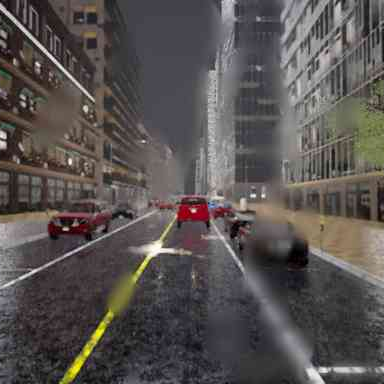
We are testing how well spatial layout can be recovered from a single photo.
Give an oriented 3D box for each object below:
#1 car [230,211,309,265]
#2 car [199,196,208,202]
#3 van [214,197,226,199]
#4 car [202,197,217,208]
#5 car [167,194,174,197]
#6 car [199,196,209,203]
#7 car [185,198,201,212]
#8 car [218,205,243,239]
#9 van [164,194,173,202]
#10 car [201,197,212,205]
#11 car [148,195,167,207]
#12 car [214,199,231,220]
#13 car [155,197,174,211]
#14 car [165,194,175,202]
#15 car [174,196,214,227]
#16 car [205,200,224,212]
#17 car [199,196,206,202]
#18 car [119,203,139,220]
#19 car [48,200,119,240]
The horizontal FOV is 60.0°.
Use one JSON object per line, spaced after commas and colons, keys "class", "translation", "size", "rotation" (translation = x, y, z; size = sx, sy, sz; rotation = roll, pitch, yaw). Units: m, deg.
{"class": "car", "translation": [2.675, 1.593, 11.622], "size": [1.947, 1.339, 4.313], "rotation": [1, 0, 0]}
{"class": "car", "translation": [2.693, 1.709, 79.996], "size": [1.887, 1.381, 4.507], "rotation": [1, 0, 0]}
{"class": "van", "translation": [2.685, 1.415, 34.414], "size": [1.690, 1.788, 3.998], "rotation": [1, 0, 0]}
{"class": "car", "translation": [2.688, 1.548, 51.508], "size": [1.967, 1.590, 4.097], "rotation": [1, 0, 0]}
{"class": "car", "translation": [-5.653, 1.593, 74.426], "size": [1.967, 1.590, 4.097], "rotation": [1, 0, 0]}
{"class": "car", "translation": [2.691, 1.704, 74.298], "size": [2.008, 1.369, 4.403], "rotation": [1, 0, 0]}
{"class": "car", "translation": [0.111, 1.593, 41.892], "size": [1.837, 1.490, 4.892], "rotation": [0, 0, 0]}
{"class": "car", "translation": [2.676, 1.605, 17.321], "size": [1.947, 1.339, 4.313], "rotation": [1, 0, 0]}
{"class": "van", "translation": [-5.650, 1.506, 80.124], "size": [1.690, 1.788, 3.998], "rotation": [1, 0, 0]}
{"class": "car", "translation": [2.689, 1.656, 63.073], "size": [1.752, 1.417, 4.829], "rotation": [1, 0, 0]}
{"class": "car", "translation": [-5.657, 1.423, 51.635], "size": [2.192, 1.841, 5.009], "rotation": [1, 0, 0]}
{"class": "car", "translation": [2.680, 1.607, 28.716], "size": [1.887, 1.381, 4.507], "rotation": [1, 0, 0]}
{"class": "car", "translation": [-3.080, 1.688, 41.379], "size": [1.895, 1.301, 4.718], "rotation": [0, 0, 0]}
{"class": "car", "translation": [-5.648, 1.491, 85.821], "size": [2.192, 1.841, 5.009], "rotation": [1, 0, 0]}
{"class": "car", "translation": [0.107, 1.275, 23.338], "size": [2.150, 2.045, 5.566], "rotation": [0, 0, 0]}
{"class": "car", "translation": [2.682, 1.651, 40.111], "size": [1.947, 1.339, 4.313], "rotation": [1, 0, 0]}
{"class": "car", "translation": [2.695, 1.701, 85.864], "size": [1.752, 1.417, 4.829], "rotation": [1, 0, 0]}
{"class": "car", "translation": [-5.668, 1.629, 28.844], "size": [1.947, 1.339, 4.313], "rotation": [1, 0, 0]}
{"class": "car", "translation": [-5.665, 1.355, 17.448], "size": [2.192, 1.841, 5.009], "rotation": [1, 0, 0]}
